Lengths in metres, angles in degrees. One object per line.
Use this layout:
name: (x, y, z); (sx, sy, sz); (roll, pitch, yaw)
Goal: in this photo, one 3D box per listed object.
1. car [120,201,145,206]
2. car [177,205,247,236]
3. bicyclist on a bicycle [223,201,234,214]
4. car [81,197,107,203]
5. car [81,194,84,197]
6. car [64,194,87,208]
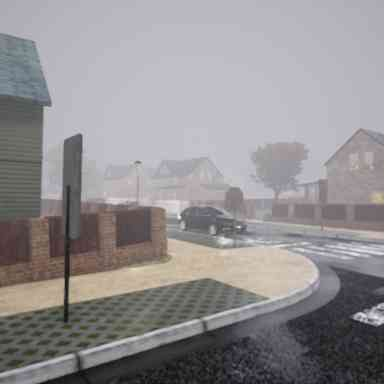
car: (-4.841, 1.526, 27.229); (2.128, 1.511, 4.902); (2, -1, -34)
car: (0.999, 1.516, 18.470); (1.837, 1.490, 4.892); (2, -1, -34)
bicyclist on a bicycle: (2.759, 1.478, 26.393); (1.656, 1.620, 0.582); (1, -1, -34)
car: (-10.596, 1.603, 35.870); (2.033, 1.411, 5.357); (2, -1, -34)
car: (-12.992, 1.495, 44.675); (2.097, 1.767, 4.553); (2, -1, -33)
car: (-18.734, 1.374, 53.206); (2.150, 2.045, 5.566); (2, -1, -34)
